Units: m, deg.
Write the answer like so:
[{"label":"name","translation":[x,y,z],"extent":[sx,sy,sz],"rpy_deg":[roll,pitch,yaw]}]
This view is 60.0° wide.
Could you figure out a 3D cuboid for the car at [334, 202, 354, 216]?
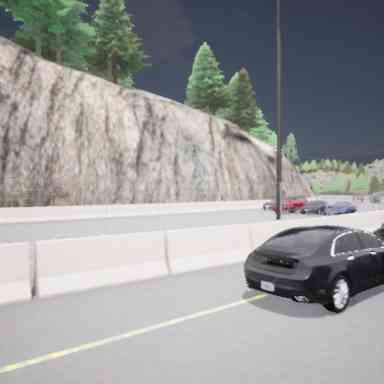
[{"label":"car","translation":[13.665,1.613,30.180],"extent":[1.812,1.442,4.674],"rpy_deg":[0,0,44]}]

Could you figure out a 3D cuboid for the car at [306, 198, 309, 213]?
[{"label":"car","translation":[12.964,1.615,34.512],"extent":[1.837,1.490,4.892],"rpy_deg":[0,0,43]}]

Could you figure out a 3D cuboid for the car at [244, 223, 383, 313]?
[{"label":"car","translation":[3.321,1.530,7.796],"extent":[4.892,1.490,1.837],"rpy_deg":[0,0,-39]}]
